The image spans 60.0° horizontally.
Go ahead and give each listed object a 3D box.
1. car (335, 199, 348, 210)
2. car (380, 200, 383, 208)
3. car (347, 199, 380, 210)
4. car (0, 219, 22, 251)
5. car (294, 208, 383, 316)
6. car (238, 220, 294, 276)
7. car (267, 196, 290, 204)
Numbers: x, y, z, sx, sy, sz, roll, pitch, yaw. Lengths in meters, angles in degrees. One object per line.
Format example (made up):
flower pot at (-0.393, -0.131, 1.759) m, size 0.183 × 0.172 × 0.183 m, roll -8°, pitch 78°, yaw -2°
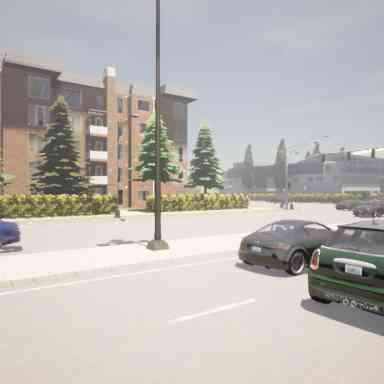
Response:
car at (19.296, 1.577, 40.371) m, size 4.181 × 1.385 × 1.994 m, roll 0°, pitch 0°, yaw -32°
car at (11.488, 1.358, 16.260) m, size 4.553 × 1.767 × 2.097 m, roll 0°, pitch 0°, yaw -36°
car at (16.431, 1.516, 30.117) m, size 4.892 × 1.490 × 1.837 m, roll 0°, pitch 0°, yaw -37°
car at (-8.714, 1.525, 11.904) m, size 4.674 × 1.442 × 1.812 m, roll 0°, pitch 0°, yaw -35°
car at (4.498, 1.355, 6.940) m, size 4.553 × 1.767 × 2.097 m, roll 0°, pitch 0°, yaw -36°
car at (3.438, 1.567, 10.474) m, size 4.181 × 1.385 × 1.994 m, roll 0°, pitch 0°, yaw -36°
car at (16.472, 1.510, 63.544) m, size 2.128 × 1.511 × 4.902 m, roll 0°, pitch 0°, yaw -34°
